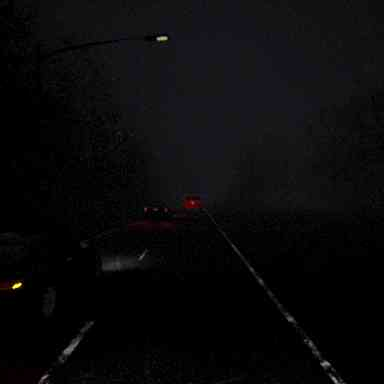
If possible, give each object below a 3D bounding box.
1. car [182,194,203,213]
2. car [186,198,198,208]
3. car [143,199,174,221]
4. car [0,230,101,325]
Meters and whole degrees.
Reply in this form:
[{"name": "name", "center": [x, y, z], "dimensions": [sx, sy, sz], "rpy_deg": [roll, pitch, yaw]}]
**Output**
[{"name": "car", "center": [0.070, 1.299, 38.896], "dimensions": [2.150, 2.045, 5.566], "rpy_deg": [0, 0, 0]}, {"name": "car", "center": [-0.039, 1.628, 50.644], "dimensions": [1.812, 1.442, 4.674], "rpy_deg": [0, 0, 0]}, {"name": "car", "center": [-2.769, 1.407, 28.125], "dimensions": [2.097, 1.767, 4.553], "rpy_deg": [0, 0, 2]}, {"name": "car", "center": [-3.356, 1.539, 7.016], "dimensions": [1.812, 1.442, 4.674], "rpy_deg": [0, 0, 1]}]
